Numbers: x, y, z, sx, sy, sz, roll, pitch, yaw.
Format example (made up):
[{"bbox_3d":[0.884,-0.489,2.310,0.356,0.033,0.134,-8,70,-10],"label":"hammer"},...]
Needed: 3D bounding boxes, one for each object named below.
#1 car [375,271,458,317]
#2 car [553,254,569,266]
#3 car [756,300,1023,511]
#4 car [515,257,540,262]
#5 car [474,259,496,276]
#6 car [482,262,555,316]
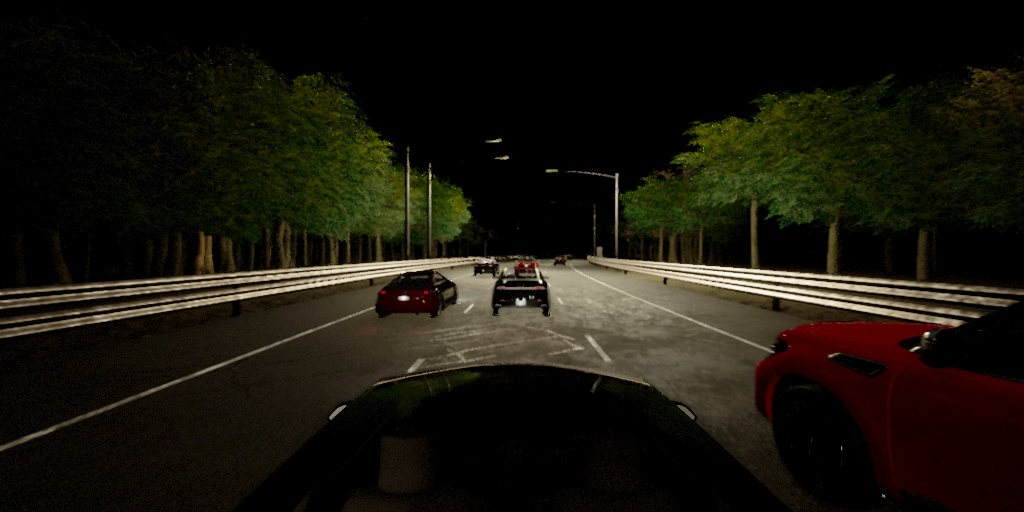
[{"bbox_3d":[-3.174,1.210,12.694,1.994,1.385,4.181,0,1,2],"label":"car"},{"bbox_3d":[7.621,0.776,57.437,2.033,1.411,5.357,0,1,8],"label":"car"},{"bbox_3d":[3.509,0.976,1.202,2.150,2.045,5.566,0,1,0],"label":"car"},{"bbox_3d":[1.370,0.824,31.758,2.097,1.767,4.553,0,1,4],"label":"car"},{"bbox_3d":[-2.155,0.963,31.599,2.128,1.511,4.902,0,1,4],"label":"car"},{"bbox_3d":[0.331,1.138,12.921,2.128,1.511,4.902,0,1,2],"label":"car"}]
